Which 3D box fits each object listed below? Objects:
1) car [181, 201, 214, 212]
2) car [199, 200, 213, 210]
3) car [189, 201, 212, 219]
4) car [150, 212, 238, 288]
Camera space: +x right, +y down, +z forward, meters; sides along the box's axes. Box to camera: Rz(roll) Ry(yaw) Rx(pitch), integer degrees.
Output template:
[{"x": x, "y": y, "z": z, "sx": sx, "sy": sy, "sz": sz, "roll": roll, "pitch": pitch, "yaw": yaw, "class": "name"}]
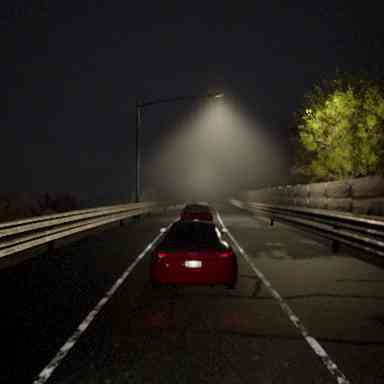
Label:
[{"x": 0.315, "y": 1.456, "z": 20.604, "sx": 1.882, "sy": 1.535, "sz": 5.008, "roll": 0, "pitch": 0, "yaw": 2, "class": "car"}, {"x": 2.126, "y": 1.940, "z": 49.358, "sx": 1.895, "sy": 1.301, "sz": 4.718, "roll": 0, "pitch": -1, "yaw": 4, "class": "car"}, {"x": 0.926, "y": 1.671, "z": 32.043, "sx": 2.033, "sy": 1.411, "sz": 5.357, "roll": 0, "pitch": -1, "yaw": 3, "class": "car"}, {"x": 0.053, "y": 1.463, "z": 8.948, "sx": 1.994, "sy": 1.385, "sz": 4.181, "roll": 0, "pitch": 0, "yaw": 1, "class": "car"}]
